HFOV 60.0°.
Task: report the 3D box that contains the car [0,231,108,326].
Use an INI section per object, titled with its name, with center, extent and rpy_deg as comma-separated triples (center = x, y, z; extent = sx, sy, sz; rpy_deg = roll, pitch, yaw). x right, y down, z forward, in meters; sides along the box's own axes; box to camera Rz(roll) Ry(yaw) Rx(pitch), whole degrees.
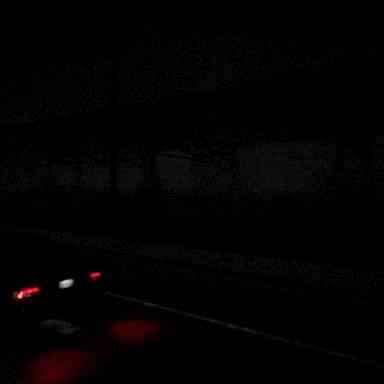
[car]
center = -4.102, 1.538, 6.910
extent = 5.357, 1.411, 2.033
rpy_deg = 0, 0, 35
